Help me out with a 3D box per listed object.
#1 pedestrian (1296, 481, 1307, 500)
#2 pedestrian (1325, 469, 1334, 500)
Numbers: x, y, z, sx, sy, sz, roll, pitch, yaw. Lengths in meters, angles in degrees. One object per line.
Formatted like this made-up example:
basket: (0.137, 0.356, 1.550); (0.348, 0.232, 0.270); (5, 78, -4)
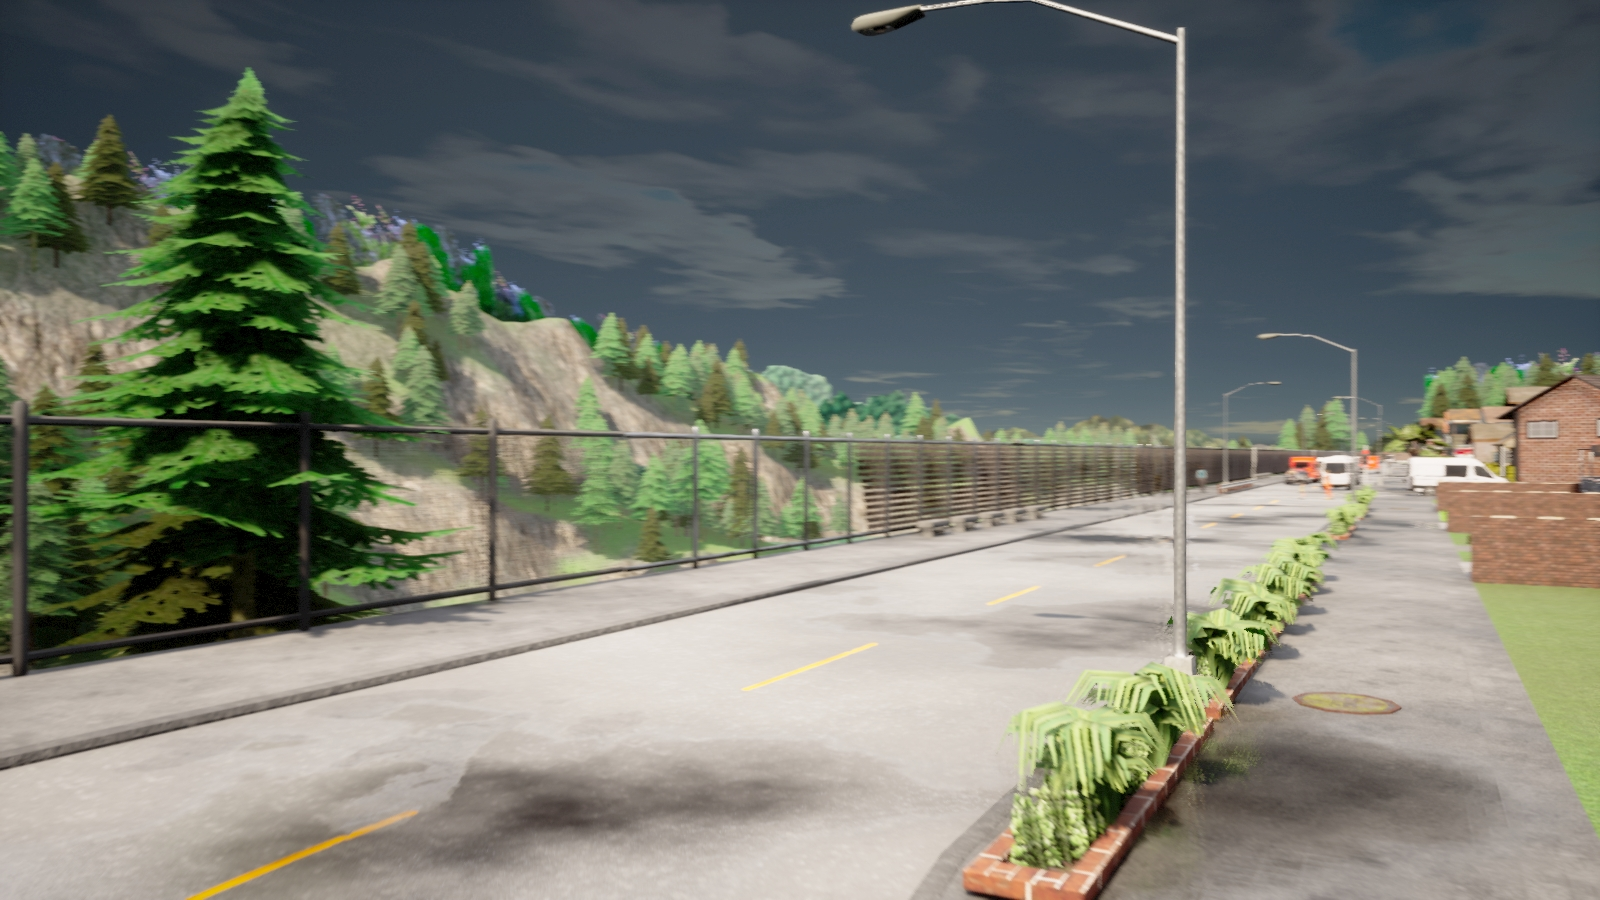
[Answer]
pedestrian: (30.489, 2.446, 69.434); (0.500, 1.100, 0.500); (0, 0, 34)
pedestrian: (32.033, 2.069, 69.158); (0.375, 1.860, 0.375); (0, 0, -35)
